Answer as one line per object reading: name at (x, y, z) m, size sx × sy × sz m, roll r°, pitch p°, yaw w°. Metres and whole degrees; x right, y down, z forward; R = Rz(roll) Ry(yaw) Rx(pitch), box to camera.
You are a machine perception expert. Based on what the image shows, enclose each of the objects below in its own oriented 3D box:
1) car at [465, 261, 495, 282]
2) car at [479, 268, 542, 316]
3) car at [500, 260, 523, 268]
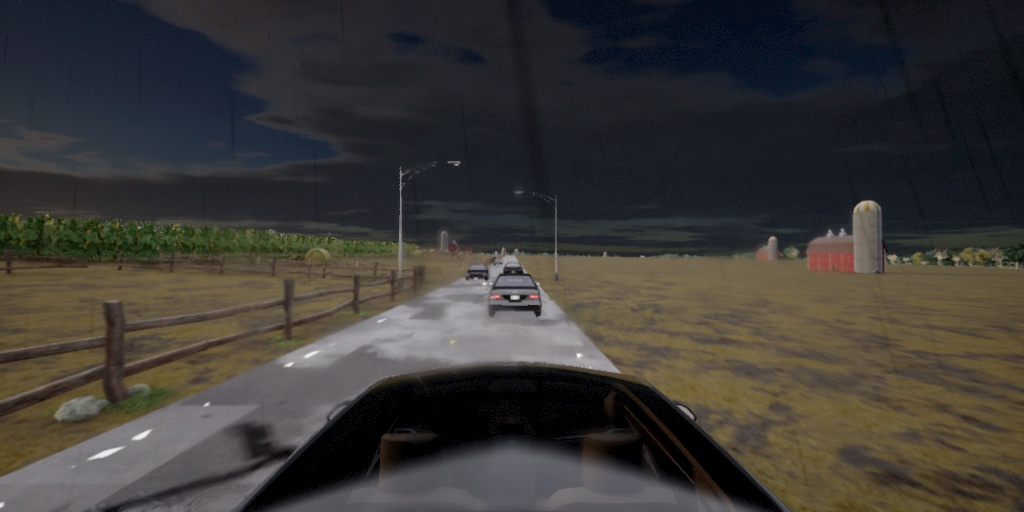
car at (-2.844, 1.404, 30.899) m, size 2.033 × 1.411 × 5.357 m, roll 0°, pitch 0°, yaw 0°
car at (0.099, 1.347, 13.612) m, size 2.033 × 1.411 × 5.357 m, roll 0°, pitch 0°, yaw 0°
car at (0.107, 1.339, 35.319) m, size 1.882 × 1.535 × 5.008 m, roll 0°, pitch 0°, yaw 0°
